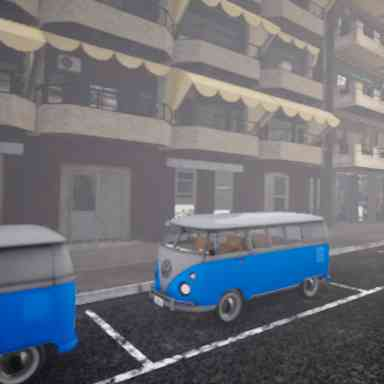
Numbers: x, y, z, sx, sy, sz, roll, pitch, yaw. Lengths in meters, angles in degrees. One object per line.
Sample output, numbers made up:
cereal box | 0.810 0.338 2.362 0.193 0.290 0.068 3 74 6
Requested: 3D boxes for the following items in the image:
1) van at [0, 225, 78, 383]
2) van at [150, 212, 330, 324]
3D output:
van | -3.348 1.342 3.680 3.998 1.788 1.690 0 2 -35
van | 1.154 1.344 6.895 3.998 1.788 1.690 0 1 -35
